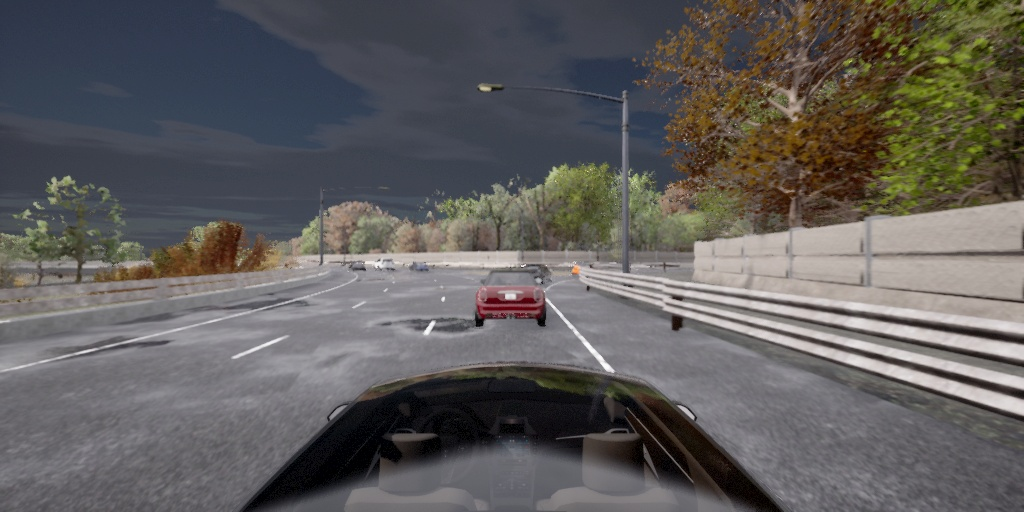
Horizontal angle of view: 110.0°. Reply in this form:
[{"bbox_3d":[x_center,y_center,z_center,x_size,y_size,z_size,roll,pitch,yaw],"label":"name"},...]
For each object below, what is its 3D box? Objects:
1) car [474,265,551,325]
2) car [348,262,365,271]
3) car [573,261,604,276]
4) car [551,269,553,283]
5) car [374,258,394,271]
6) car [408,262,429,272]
[{"bbox_3d":[-0.039,1.169,12.196,2.097,1.767,4.553,0,0,0],"label":"car"},{"bbox_3d":[-25.359,1.709,58.468,1.994,1.385,4.181,0,0,-34],"label":"car"},{"bbox_3d":[8.788,1.341,41.022,2.097,1.767,4.553,0,0,38],"label":"car"},{"bbox_3d":[1.968,1.421,28.169,1.837,1.490,4.892,-1,-1,18],"label":"car"},{"bbox_3d":[-20.600,1.355,57.673,2.150,2.045,5.566,0,0,-32],"label":"car"},{"bbox_3d":[-13.942,1.645,53.348,2.033,1.411,5.357,0,0,-29],"label":"car"}]
